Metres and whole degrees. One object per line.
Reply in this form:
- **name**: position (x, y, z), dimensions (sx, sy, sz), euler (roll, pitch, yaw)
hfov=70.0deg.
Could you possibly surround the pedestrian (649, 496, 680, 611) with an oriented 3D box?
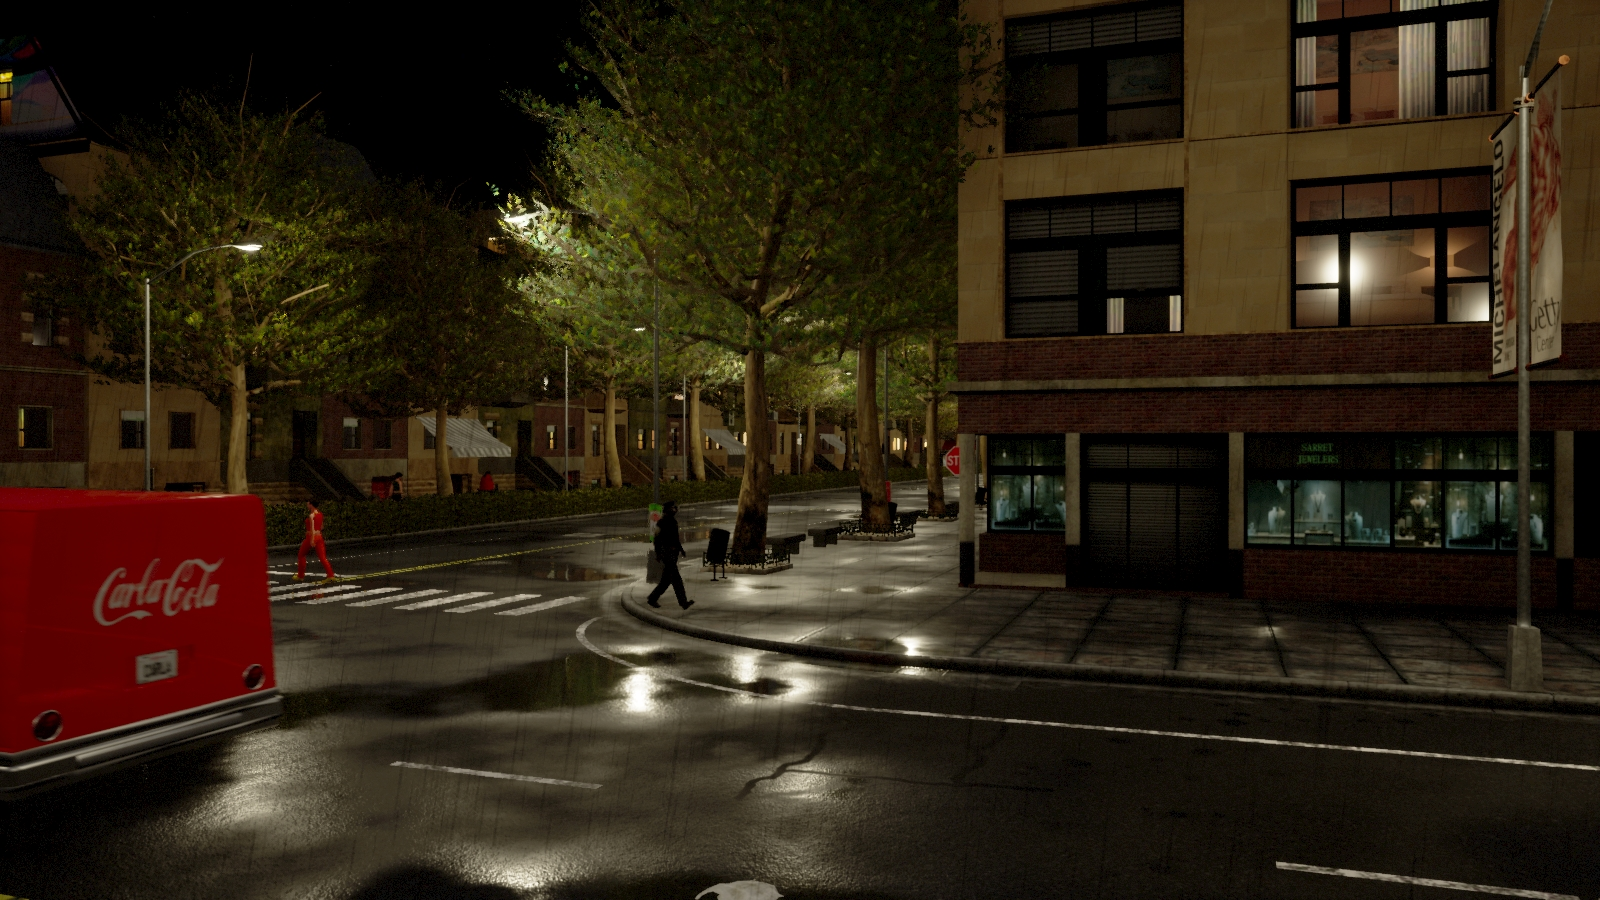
- **pedestrian**: position (-2.237, 1.699, 18.889), dimensions (0.375, 1.860, 0.375), euler (0, 0, 27)

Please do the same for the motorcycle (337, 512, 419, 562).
- **motorcycle**: position (-10.821, 2.215, 29.361), dimensions (0.803, 1.145, 2.033), euler (0, -1, 22)

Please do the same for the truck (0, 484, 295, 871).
- **truck**: position (-7.337, 1.568, 9.714), dimensions (5.204, 2.467, 2.627), euler (0, 0, 20)

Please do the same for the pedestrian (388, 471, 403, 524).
- **pedestrian**: position (-14.489, 1.696, 40.921), dimensions (0.375, 1.860, 0.375), euler (0, 0, 20)

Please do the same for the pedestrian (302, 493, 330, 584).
- **pedestrian**: position (-10.135, 1.849, 23.922), dimensions (0.375, 1.860, 0.375), euler (0, 0, 17)
